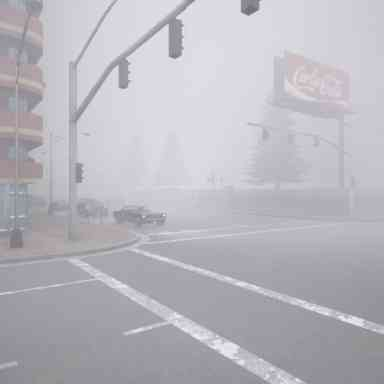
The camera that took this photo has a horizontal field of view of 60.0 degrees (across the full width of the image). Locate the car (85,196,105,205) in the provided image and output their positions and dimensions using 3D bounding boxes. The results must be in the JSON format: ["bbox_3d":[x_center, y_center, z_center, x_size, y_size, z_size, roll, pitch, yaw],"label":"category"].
[{"bbox_3d":[-17.671,1.526,60.424,1.812,1.442,4.674,0,0,-37],"label":"car"}]

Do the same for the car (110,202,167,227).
[{"bbox_3d":[-3.659,1.601,22.856,1.895,1.301,4.718,0,0,-36],"label":"car"}]

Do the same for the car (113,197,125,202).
[{"bbox_3d":[-12.320,1.505,53.046,1.837,1.490,4.892,0,0,-36],"label":"car"}]

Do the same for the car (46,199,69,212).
[{"bbox_3d":[-15.281,1.564,38.906,1.994,1.385,4.181,0,0,-36],"label":"car"}]

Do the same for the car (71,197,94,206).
[{"bbox_3d":[-18.290,1.547,55.324,2.033,1.411,5.357,0,0,-36],"label":"car"}]

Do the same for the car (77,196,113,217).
[{"bbox_3d":[-9.475,1.352,30.886,2.097,1.767,4.553,0,0,-36],"label":"car"}]

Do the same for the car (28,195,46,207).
[{"bbox_3d":[-23.285,1.351,50.080,2.097,1.767,4.553,0,0,-36],"label":"car"}]
